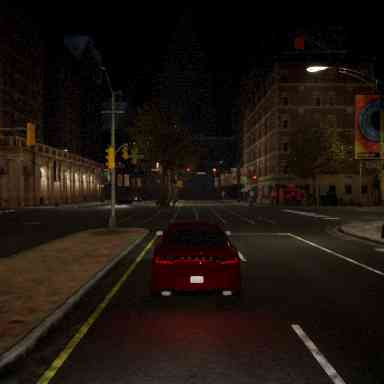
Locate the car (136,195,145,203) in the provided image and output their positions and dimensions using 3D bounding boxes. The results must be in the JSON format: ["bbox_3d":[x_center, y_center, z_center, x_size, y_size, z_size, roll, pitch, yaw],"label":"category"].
[{"bbox_3d":[-11.737,1.540,68.810,2.033,1.411,5.357,0,0,0],"label":"car"}]

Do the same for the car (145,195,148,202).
[{"bbox_3d":[-11.773,1.477,79.290,1.882,1.535,5.008,0,0,0],"label":"car"}]

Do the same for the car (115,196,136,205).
[{"bbox_3d":[-11.759,1.601,58.737,1.895,1.301,4.718,0,0,0],"label":"car"}]

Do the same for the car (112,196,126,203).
[{"bbox_3d":[-14.986,1.594,68.865,1.895,1.301,4.718,0,0,0],"label":"car"}]

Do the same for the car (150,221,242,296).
[{"bbox_3d":[0.053,1.478,8.665,1.882,1.535,5.008,0,0,-1],"label":"car"}]
